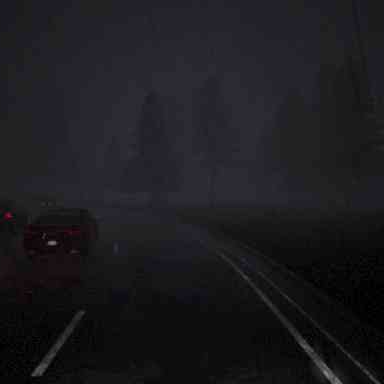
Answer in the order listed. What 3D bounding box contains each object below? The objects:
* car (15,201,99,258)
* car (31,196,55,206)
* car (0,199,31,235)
[{"bbox_3d":[-4.570,1.307,12.208,1.882,1.535,5.008,0,1,-11],"label":"car"},{"bbox_3d":[-14.749,1.105,32.375,2.033,1.411,5.357,-1,1,-43],"label":"car"},{"bbox_3d":[-9.822,1.123,16.992,2.097,1.767,4.553,-1,1,-19],"label":"car"}]
